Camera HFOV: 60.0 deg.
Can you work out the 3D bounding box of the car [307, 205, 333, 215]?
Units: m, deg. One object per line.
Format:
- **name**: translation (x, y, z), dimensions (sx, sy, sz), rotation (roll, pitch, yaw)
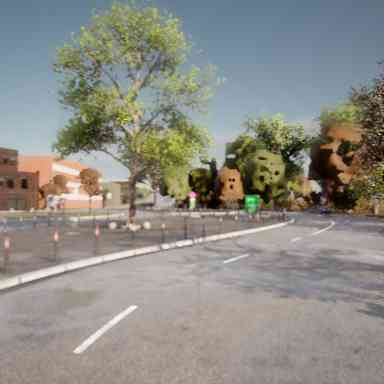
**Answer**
- **car**: translation (20.293, 2.825, 52.876), dimensions (2.033, 1.411, 5.357), rotation (0, -1, -7)
